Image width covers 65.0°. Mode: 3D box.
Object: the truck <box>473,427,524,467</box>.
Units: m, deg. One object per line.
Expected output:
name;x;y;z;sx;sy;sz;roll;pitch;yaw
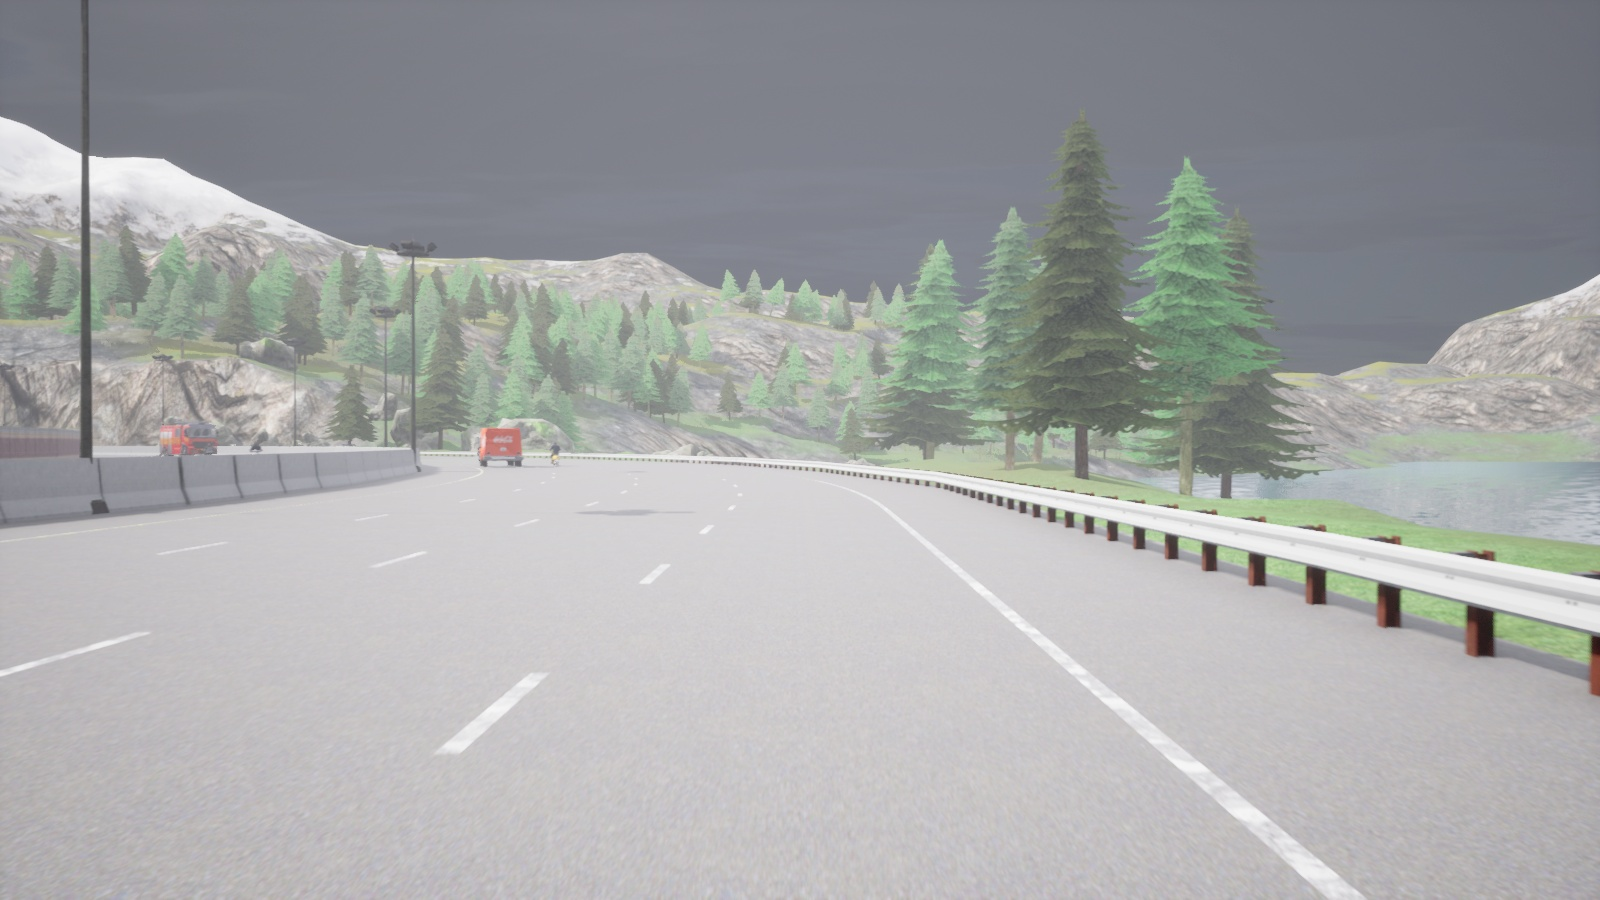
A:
truck;-19.432;-0.211;80.738;2.627;2.467;5.204;0;0;-20
